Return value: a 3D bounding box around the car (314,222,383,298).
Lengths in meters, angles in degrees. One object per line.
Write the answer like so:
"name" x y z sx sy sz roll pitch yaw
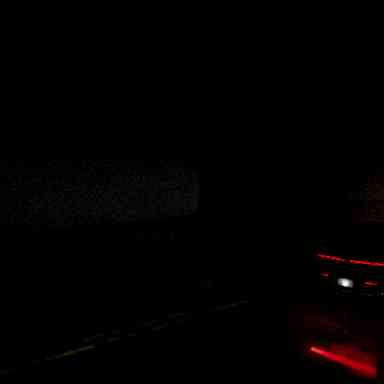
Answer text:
"car" 4.762 1.510 8.095 4.892 1.490 1.837 0 0 -42
